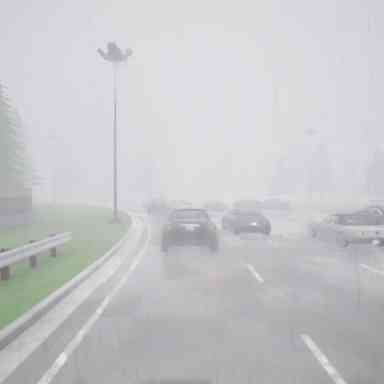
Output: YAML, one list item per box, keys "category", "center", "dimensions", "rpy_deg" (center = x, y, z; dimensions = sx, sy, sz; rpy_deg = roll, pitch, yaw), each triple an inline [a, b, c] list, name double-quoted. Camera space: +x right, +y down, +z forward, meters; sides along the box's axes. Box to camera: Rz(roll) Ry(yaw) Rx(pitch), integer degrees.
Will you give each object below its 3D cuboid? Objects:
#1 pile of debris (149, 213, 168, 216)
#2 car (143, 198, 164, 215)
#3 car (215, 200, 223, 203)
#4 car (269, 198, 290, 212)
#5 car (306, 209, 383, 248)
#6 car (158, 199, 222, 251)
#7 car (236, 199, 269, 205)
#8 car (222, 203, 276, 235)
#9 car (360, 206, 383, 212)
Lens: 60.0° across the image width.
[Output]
- category: "pile of debris"
  center: [-3.300, 2.180, 32.555]
  dimensions: [1.500, 0.140, 1.860]
  rpy_deg: [0, 0, -16]
- category: "car"
  center: [-3.775, 1.357, 34.190]
  dimensions: [2.097, 1.767, 4.553]
  rpy_deg: [0, 0, -17]
- category: "car"
  center: [2.468, 1.568, 37.686]
  dimensions: [1.994, 1.385, 4.181]
  rpy_deg: [0, 0, -18]
- category: "car"
  center: [9.451, 1.481, 38.797]
  dimensions: [1.882, 1.535, 5.008]
  rpy_deg: [1, 0, -17]
- category: "car"
  center: [6.842, 1.601, 14.871]
  dimensions: [1.895, 1.301, 4.718]
  rpy_deg: [0, 0, -4]
- category: "car"
  center: [-0.202, 1.354, 14.243]
  dimensions: [2.097, 1.767, 4.553]
  rpy_deg: [0, 0, -3]
- category: "car"
  center: [6.199, 1.495, 37.514]
  dimensions: [2.128, 1.511, 4.902]
  rpy_deg: [0, 0, -17]
- category: "car"
  center: [2.910, 1.566, 18.746]
  dimensions: [1.994, 1.385, 4.181]
  rpy_deg: [0, 0, -6]
- category: "car"
  center: [10.025, 1.492, 18.087]
  dimensions: [2.128, 1.511, 4.902]
  rpy_deg: [0, 0, -6]
